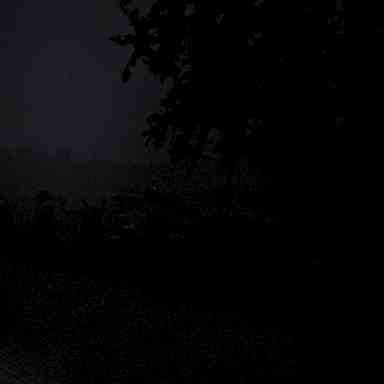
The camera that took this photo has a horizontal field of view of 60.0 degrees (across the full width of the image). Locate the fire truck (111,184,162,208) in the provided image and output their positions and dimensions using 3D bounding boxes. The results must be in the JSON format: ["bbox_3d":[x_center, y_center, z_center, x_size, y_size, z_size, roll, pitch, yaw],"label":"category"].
[{"bbox_3d":[-8.441,0.746,51.815,2.891,3.827,8.468,-1,0,35],"label":"fire truck"}]

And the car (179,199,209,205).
[{"bbox_3d":[0.413,1.908,57.066,5.357,1.411,2.033,-1,0,-2],"label":"car"}]
